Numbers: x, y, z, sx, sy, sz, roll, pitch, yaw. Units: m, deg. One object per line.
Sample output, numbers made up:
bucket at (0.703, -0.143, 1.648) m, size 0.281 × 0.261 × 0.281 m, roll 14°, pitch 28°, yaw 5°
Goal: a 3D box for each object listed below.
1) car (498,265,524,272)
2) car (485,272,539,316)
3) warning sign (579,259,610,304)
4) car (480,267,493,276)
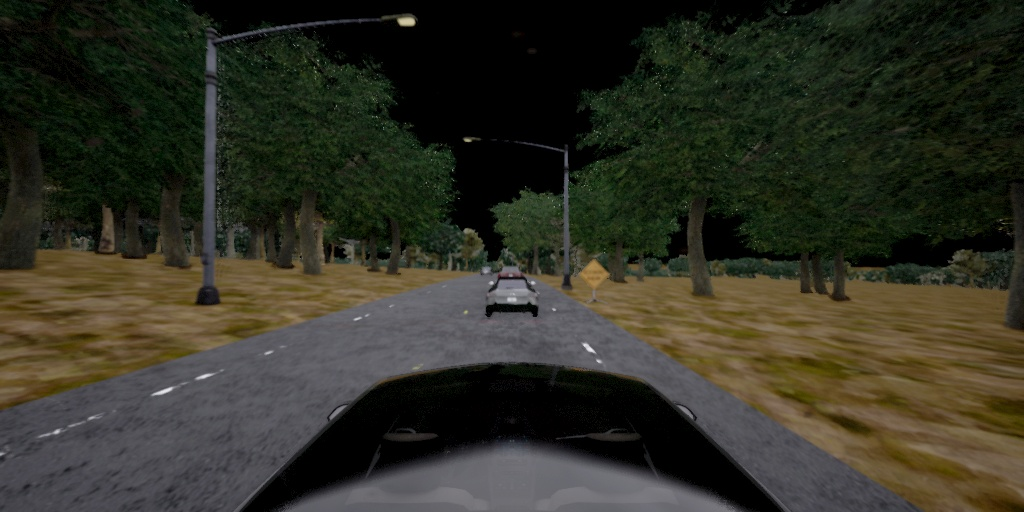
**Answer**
car at (-0.105, 1.538, 29.138) m, size 2.097 × 1.767 × 4.553 m, roll 0°, pitch -1°, yaw 0°
car at (0.009, 1.500, 14.386) m, size 1.994 × 1.385 × 4.181 m, roll 0°, pitch -1°, yaw 0°
warning sign at (3.510, 1.063, 15.266) m, size 1.300 × 1.860 × 1.060 m, roll 0°, pitch 0°, yaw 0°
car at (-4.154, 2.501, 58.633) m, size 2.128 × 1.511 × 4.902 m, roll 0°, pitch -2°, yaw -1°
